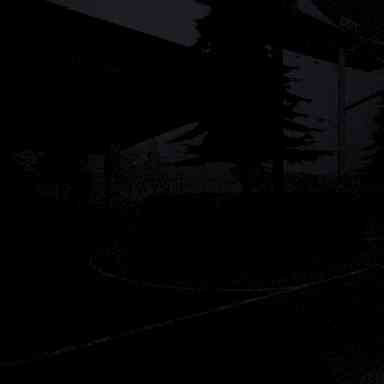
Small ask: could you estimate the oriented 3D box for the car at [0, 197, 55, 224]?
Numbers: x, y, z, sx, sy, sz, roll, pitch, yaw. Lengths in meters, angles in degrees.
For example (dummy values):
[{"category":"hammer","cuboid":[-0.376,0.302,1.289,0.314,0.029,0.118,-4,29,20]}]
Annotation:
[{"category":"car","cuboid":[-11.923,1.313,23.512,3.866,1.878,1.905,0,0,-36]}]
